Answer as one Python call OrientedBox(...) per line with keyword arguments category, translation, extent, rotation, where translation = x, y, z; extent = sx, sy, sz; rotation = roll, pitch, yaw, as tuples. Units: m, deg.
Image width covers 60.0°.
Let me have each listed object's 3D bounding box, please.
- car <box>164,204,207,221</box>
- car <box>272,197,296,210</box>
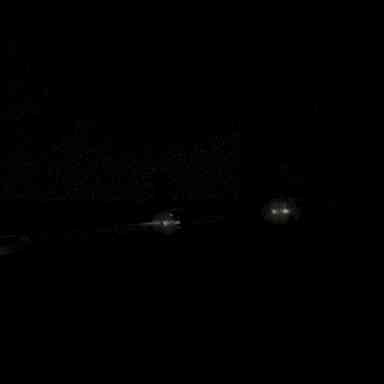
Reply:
OrientedBox(category="car", translation=(-0.514, 1.708, 28.700), extent=(1.994, 1.385, 4.181), rotation=(-2, -2, 36))
OrientedBox(category="car", translation=(13.158, 1.568, 47.402), extent=(2.097, 1.767, 4.553), rotation=(-2, -2, 36))
